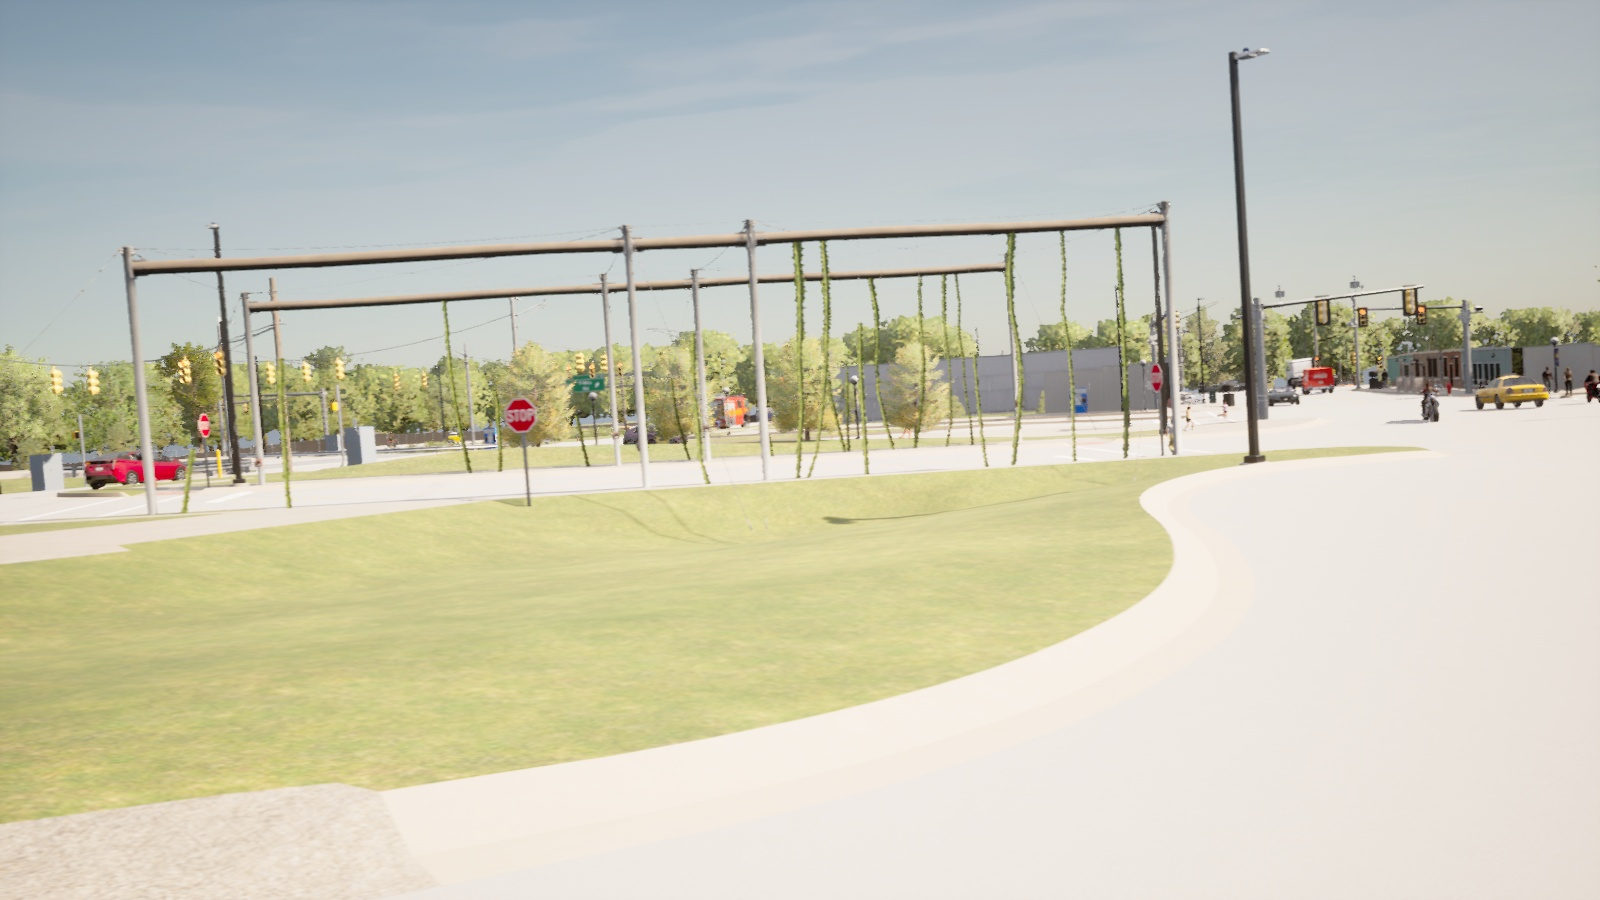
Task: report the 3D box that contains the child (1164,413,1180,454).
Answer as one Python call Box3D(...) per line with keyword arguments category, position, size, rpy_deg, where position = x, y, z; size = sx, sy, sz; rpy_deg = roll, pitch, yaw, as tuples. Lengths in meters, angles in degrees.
Box3D(category="child", position=(11.544, -0.517, 38.970), size=(0.270, 1.263, 0.437), rpy_deg=(-4, 3, 0))

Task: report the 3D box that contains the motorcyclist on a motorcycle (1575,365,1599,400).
Box3D(category="motorcyclist on a motorcycle", position=(35.509, -3.016, 56.206), size=(0.797, 1.523, 2.044), rpy_deg=(-4, 1, 15))

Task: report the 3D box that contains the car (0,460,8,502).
Box3D(category="car", position=(-29.888, 1.216, 43.414), size=(1.970, 1.475, 3.806), rpy_deg=(-4, 1, 16))

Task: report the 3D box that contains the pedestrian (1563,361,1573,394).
Box3D(category="pedestrian", position=(43.377, -4.080, 70.931), size=(0.331, 1.846, 0.634), rpy_deg=(-3, 3, 20))

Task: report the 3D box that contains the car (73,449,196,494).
Box3D(category="car", position=(-27.722, 0.866, 52.468), size=(2.007, 1.525, 4.514), rpy_deg=(-4, 1, 12))

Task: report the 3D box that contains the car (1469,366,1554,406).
Box3D(category="car", position=(31.709, -2.797, 56.116), size=(1.801, 1.575, 5.366), rpy_deg=(-4, 1, 13))

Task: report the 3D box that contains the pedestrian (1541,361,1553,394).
Box3D(category="pedestrian", position=(44.181, -4.281, 74.284), size=(0.402, 1.930, 0.666), rpy_deg=(-4, 3, 16))

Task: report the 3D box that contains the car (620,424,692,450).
Box3D(category="car", position=(-9.392, -0.849, 81.850), size=(4.193, 1.474, 1.816), rpy_deg=(-2, 3, 17))

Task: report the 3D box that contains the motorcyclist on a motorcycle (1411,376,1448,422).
Box3D(category="motorcyclist on a motorcycle", position=(24.494, -2.003, 48.887), size=(0.766, 1.649, 2.350), rpy_deg=(-4, 3, 16))
